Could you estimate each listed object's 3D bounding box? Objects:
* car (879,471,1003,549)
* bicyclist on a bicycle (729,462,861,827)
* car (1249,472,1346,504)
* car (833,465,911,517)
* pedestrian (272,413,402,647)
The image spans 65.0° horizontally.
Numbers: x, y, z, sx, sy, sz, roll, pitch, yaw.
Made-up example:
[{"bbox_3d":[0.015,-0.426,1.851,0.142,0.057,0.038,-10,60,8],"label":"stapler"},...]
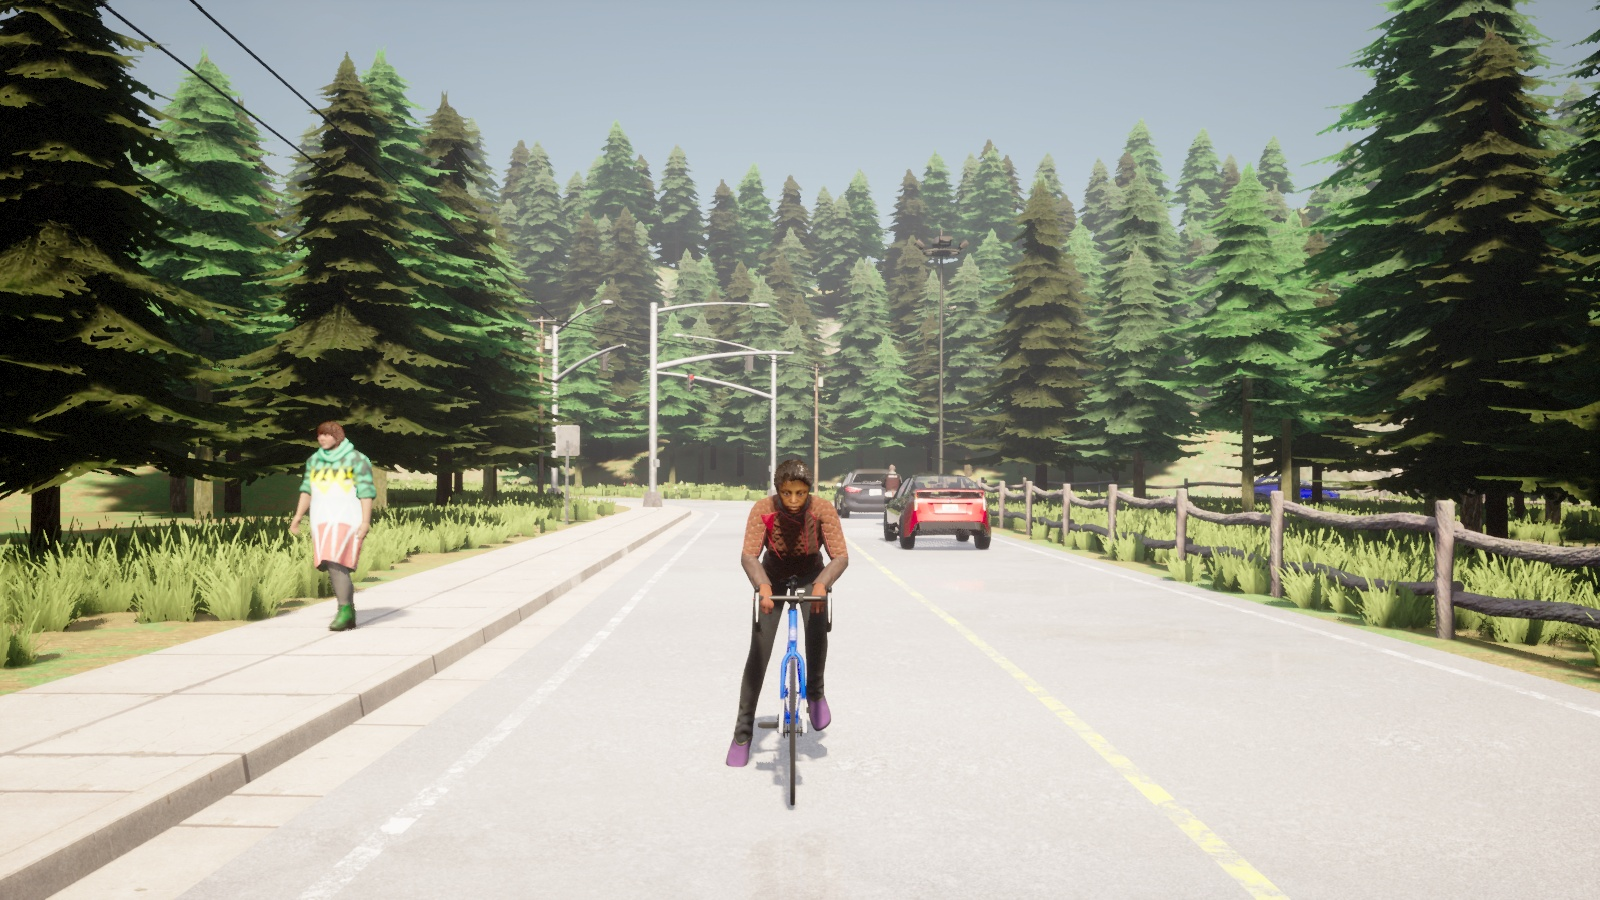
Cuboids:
[{"bbox_3d":[2.901,1.207,26.798,2.007,1.525,4.514,0,-1,-2],"label":"car"},{"bbox_3d":[-0.030,0.875,6.417,0.582,1.620,1.656,0,-1,-1],"label":"bicyclist on a bicycle"},{"bbox_3d":[23.379,1.761,59.167,4.193,1.474,1.816,-1,-1,20],"label":"car"},{"bbox_3d":[2.401,1.381,43.205,2.242,1.667,4.611,0,-1,-2],"label":"car"},{"bbox_3d":[-4.030,0.675,10.979,0.659,1.952,0.873,-1,-1,20],"label":"pedestrian"}]
